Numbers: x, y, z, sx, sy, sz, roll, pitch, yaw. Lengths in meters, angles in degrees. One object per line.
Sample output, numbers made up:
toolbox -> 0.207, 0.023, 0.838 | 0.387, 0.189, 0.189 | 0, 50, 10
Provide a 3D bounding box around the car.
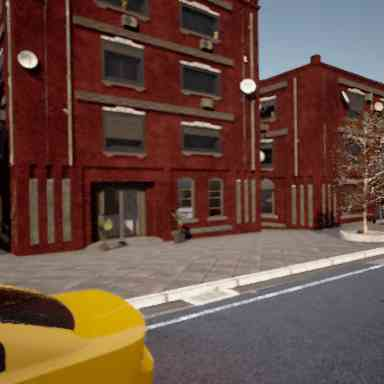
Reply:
car -> -2.664, 1.478, 2.091 | 5.008, 1.535, 1.882 | 0, 0, -36
